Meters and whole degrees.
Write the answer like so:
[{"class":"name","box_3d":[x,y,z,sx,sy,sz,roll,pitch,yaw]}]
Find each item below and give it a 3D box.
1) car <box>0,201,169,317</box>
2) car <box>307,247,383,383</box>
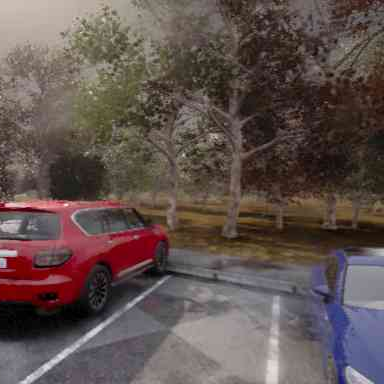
[{"class":"car","box_3d":[-2.305,1.223,7.744,2.435,2.045,5.566,0,-1,15]},{"class":"car","box_3d":[2.545,1.526,4.288,2.002,1.452,4.674,1,0,15]}]
